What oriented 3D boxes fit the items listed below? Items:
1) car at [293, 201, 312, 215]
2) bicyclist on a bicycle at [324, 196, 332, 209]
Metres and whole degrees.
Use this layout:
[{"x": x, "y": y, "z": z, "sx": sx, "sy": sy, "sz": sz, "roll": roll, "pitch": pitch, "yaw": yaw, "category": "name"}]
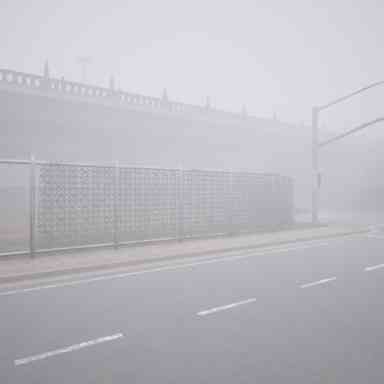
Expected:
[{"x": 10.429, "y": 1.618, "z": 34.655, "sx": 1.994, "sy": 1.385, "sz": 4.181, "roll": 0, "pitch": 0, "yaw": -36, "category": "car"}, {"x": 17.734, "y": 1.356, "z": 43.314, "sx": 1.656, "sy": 1.620, "sz": 0.582, "roll": 0, "pitch": 0, "yaw": -36, "category": "bicyclist on a bicycle"}]
